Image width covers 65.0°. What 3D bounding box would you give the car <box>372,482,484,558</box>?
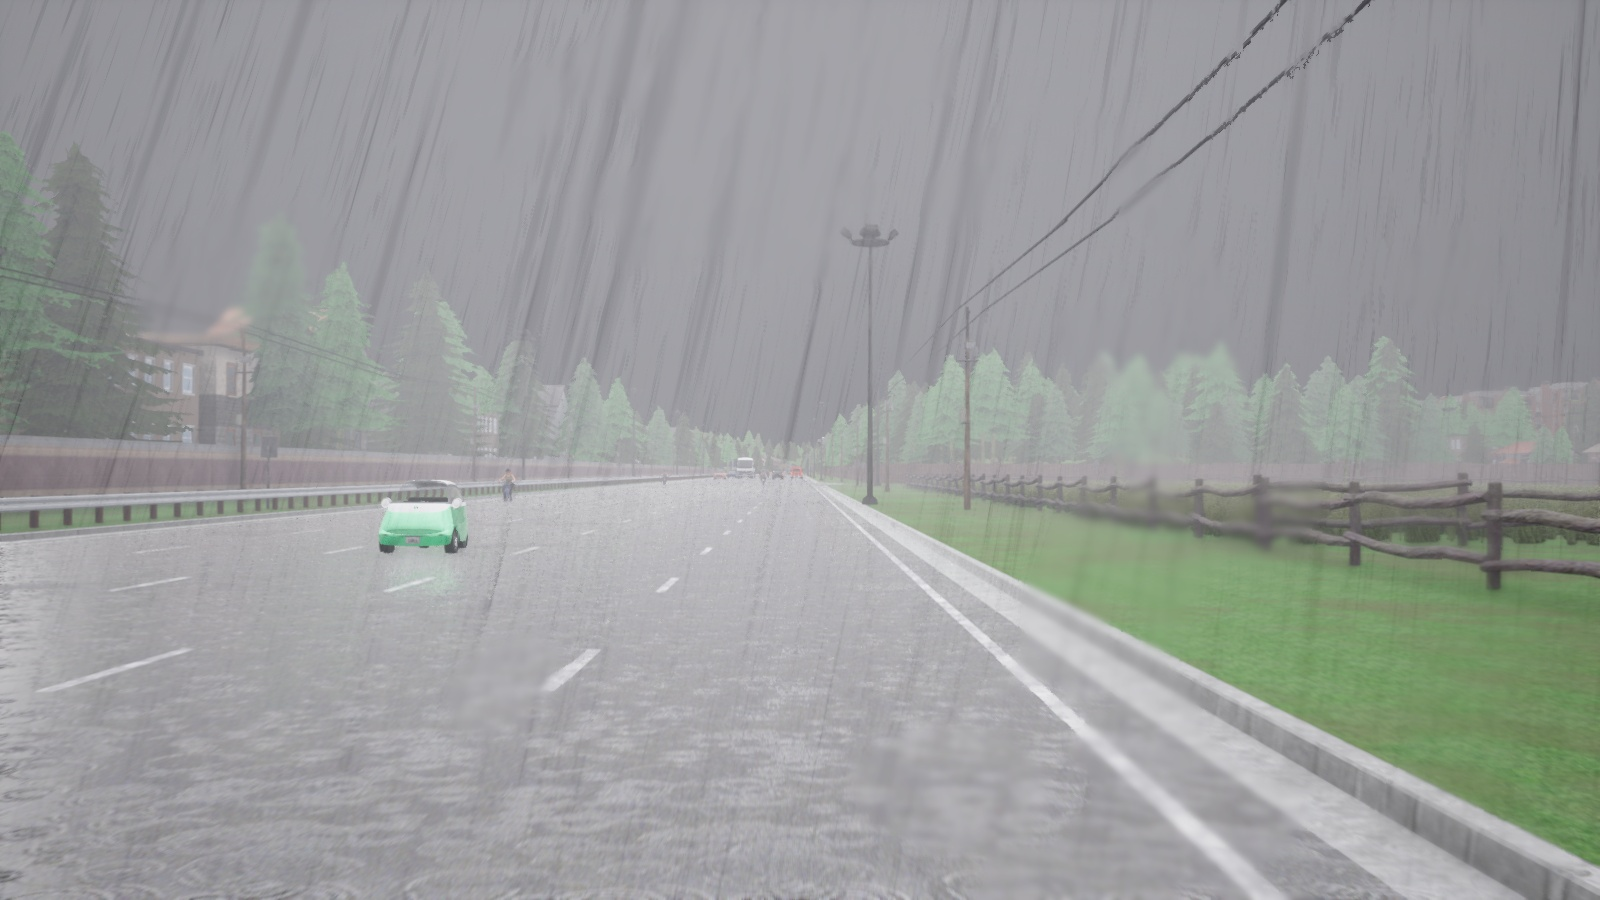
[{"bbox_3d":[-7.058,1.300,24.003,1.481,1.376,2.207,0,-1,0],"label":"car"}]
